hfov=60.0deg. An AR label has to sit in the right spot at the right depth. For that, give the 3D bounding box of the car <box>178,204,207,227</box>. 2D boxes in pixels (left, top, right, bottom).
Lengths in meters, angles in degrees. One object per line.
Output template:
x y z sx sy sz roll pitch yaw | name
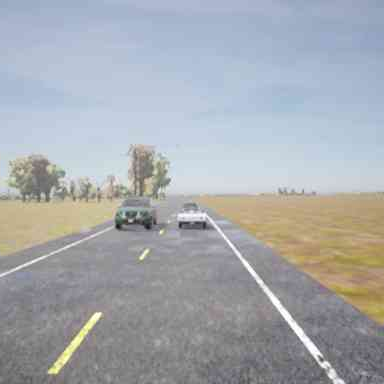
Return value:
0.005 1.742 23.723 1.895 1.301 4.718 0 0 0 | car

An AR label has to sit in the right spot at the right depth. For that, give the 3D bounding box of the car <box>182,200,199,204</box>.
-0.196 1.745 41.591 2.128 1.511 4.902 0 0 -1 | car

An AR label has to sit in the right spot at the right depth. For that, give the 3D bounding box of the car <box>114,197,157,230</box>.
-3.599 1.360 22.302 2.150 2.045 5.566 0 -1 0 | car
